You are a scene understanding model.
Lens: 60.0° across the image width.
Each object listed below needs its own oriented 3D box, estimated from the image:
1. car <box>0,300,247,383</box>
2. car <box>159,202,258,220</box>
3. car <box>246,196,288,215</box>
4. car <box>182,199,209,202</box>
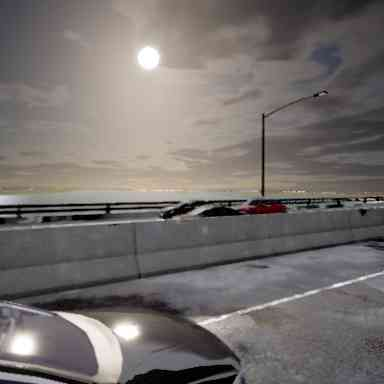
[{"bbox_3d":[-1.759,1.475,2.013,4.902,1.511,2.128,0,1,-35],"label":"car"},{"bbox_3d":[0.851,1.411,16.776,4.674,1.442,1.812,0,0,-34],"label":"car"},{"bbox_3d":[4.658,1.197,23.600,4.553,1.767,2.097,0,0,-34],"label":"car"},{"bbox_3d":[-0.090,1.337,24.605,4.892,1.490,1.837,0,0,-34],"label":"car"}]
